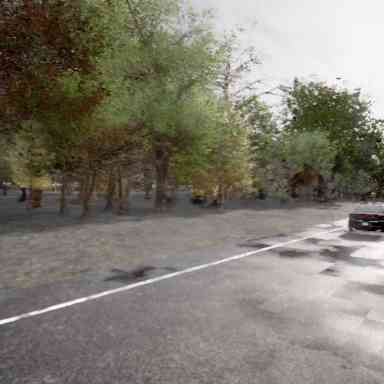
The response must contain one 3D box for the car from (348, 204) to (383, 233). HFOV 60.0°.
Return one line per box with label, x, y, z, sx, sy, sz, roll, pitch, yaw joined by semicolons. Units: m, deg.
car;10.154;1.427;18.361;1.882;1.535;5.008;2;1;39
